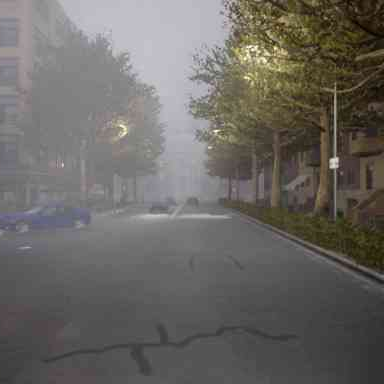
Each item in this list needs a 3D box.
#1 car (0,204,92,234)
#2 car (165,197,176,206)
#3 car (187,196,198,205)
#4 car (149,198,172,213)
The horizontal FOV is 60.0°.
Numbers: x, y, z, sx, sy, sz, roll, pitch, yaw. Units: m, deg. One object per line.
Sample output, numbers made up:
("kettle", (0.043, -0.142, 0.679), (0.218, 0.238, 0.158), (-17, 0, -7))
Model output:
("car", (-8.401, 1.477, 19.439), (5.008, 1.535, 1.882), (0, 1, -42))
("car", (-3.577, 1.505, 53.200), (1.837, 1.490, 4.892), (0, -1, 1))
("car", (0.060, 1.503, 57.400), (1.837, 1.490, 4.892), (0, 0, 0))
("car", (-3.619, 1.600, 36.974), (1.895, 1.301, 4.718), (0, 0, 0))
